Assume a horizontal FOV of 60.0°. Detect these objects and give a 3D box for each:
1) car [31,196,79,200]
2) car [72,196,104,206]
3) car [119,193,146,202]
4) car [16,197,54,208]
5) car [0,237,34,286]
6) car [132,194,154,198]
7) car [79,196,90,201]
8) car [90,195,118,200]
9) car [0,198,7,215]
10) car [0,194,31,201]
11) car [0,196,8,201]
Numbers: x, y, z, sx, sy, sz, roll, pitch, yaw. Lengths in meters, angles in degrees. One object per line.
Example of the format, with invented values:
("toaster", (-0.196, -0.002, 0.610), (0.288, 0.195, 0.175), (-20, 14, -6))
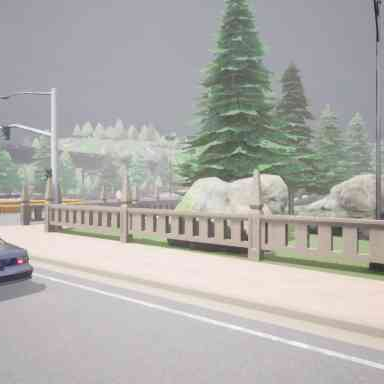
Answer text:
("car", (-18.370, 1.478, 44.823), (1.882, 1.535, 5.008), (0, 0, 36))
("car", (-17.913, 1.456, 57.463), (2.128, 1.511, 4.902), (0, 1, 36))
("car", (-11.695, 1.131, 66.082), (2.033, 1.411, 5.357), (0, 3, 36))
("car", (-23.398, 1.505, 49.816), (1.837, 1.490, 4.892), (0, 0, 36))
("car", (-6.105, 1.547, 8.317), (5.357, 1.411, 2.033), (0, 0, 36))
("car", (-8.645, 1.290, 58.370), (2.128, 1.511, 4.902), (0, 2, 36))
("car", (-18.508, 1.352, 50.624), (2.097, 1.767, 4.553), (0, 0, 35))
("car", (-13.022, 1.334, 52.270), (2.097, 1.767, 4.553), (0, 1, 36))
("car", (-18.172, 1.492, 26.800), (2.128, 1.511, 4.902), (0, 0, 36))
("car", (-24.176, 1.221, 42.748), (2.150, 2.045, 5.566), (0, 0, 36))
("car", (-23.925, 1.491, 37.113), (2.128, 1.511, 4.902), (0, 0, 36))
